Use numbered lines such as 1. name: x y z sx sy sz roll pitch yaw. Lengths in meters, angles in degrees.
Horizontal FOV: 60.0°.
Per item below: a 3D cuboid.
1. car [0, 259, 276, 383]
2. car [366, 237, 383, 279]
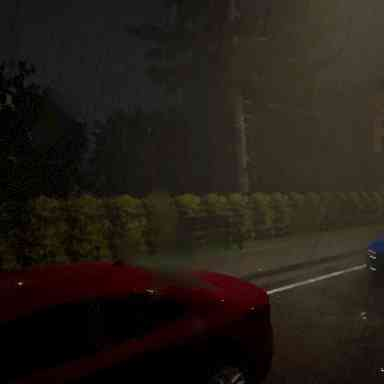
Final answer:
1. car: -1.411 1.479 2.972 5.008 1.535 1.882 -1 0 -36
2. car: 6.442 1.365 8.621 5.008 1.535 1.882 -1 0 -36
